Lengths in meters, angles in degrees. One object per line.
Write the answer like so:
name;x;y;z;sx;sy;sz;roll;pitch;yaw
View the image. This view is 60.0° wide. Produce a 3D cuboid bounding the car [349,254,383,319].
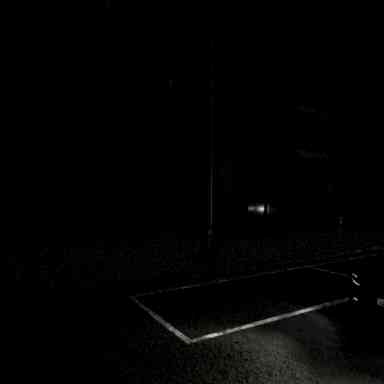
car;5.162;1.479;6.493;5.008;1.535;1.882;0;0;-31
